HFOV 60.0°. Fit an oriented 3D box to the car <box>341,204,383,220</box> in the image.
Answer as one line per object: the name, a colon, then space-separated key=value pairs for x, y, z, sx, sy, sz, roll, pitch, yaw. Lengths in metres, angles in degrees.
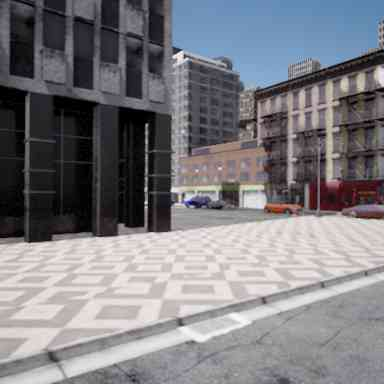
car: x=16.184 y=1.821 z=29.805 sx=2.033 sy=1.411 sz=5.357 roll=1 pitch=-1 yaw=-33

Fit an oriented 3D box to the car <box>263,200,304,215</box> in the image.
car: x=10.350 y=1.695 z=37.737 sx=2.097 sy=1.767 sz=4.553 roll=1 pitch=-1 yaw=-36

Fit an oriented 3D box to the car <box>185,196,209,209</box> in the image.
car: x=1.012 y=1.713 z=55.817 sx=2.150 sy=2.045 sz=5.566 roll=1 pitch=-1 yaw=-36

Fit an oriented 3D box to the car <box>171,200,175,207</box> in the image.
car: x=-5.207 y=2.007 z=64.216 sx=1.882 sy=1.535 sz=5.008 roll=1 pitch=0 yaw=-36

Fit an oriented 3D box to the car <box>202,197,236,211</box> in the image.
car: x=4.050 y=1.901 z=46.353 sx=2.128 sy=1.511 sz=4.902 roll=1 pitch=-1 yaw=-36
